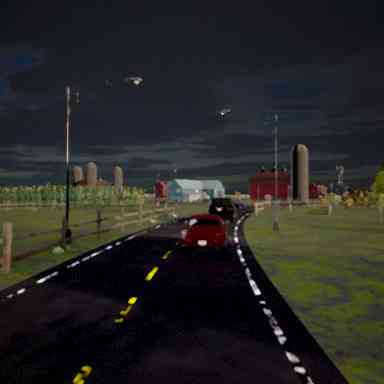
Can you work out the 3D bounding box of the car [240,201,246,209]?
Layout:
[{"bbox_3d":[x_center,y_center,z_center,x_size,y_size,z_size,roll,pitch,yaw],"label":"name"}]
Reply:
[{"bbox_3d":[7.431,2.151,54.836,1.895,1.301,4.718,0,-1,21],"label":"car"}]

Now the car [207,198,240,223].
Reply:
[{"bbox_3d":[2.639,1.494,28.548,2.150,2.045,5.566,0,0,11],"label":"car"}]

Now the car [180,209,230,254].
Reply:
[{"bbox_3d":[0.597,1.661,14.175,1.812,1.442,4.674,0,0,6],"label":"car"}]
